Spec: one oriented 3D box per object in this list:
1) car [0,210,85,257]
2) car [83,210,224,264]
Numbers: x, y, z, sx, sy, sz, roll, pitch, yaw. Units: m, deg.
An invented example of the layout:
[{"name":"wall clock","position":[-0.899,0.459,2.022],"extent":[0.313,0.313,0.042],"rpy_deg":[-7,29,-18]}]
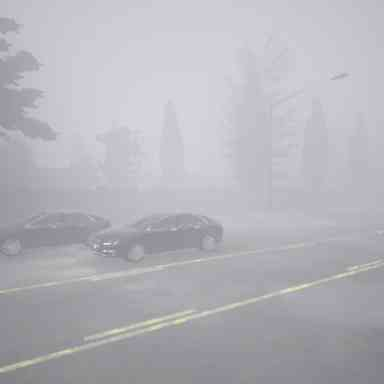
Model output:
[{"name":"car","position":[-5.496,1.481,12.973],"extent":[4.892,1.490,1.837],"rpy_deg":[-1,0,-36]},{"name":"car","position":[-1.056,1.457,11.839],"extent":[4.892,1.490,1.837],"rpy_deg":[-1,0,-36]}]
